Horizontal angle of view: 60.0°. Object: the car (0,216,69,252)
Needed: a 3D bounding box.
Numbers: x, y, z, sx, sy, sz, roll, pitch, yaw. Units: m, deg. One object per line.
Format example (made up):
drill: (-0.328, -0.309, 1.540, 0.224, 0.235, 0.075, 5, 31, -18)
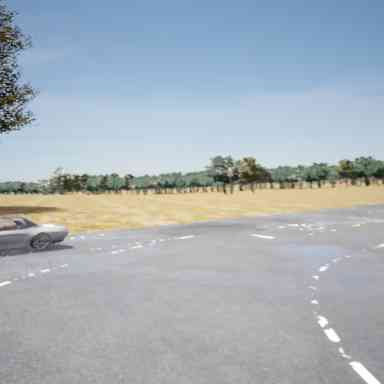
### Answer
car: (-7.049, 1.549, 11.823, 4.718, 1.301, 1.895, -1, 0, -40)
